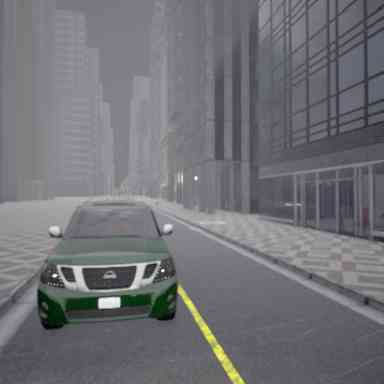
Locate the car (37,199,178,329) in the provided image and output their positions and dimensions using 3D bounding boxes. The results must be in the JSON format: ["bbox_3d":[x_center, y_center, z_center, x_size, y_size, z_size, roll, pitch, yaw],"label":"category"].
[{"bbox_3d":[-1.739,1.232,7.447,2.150,2.045,5.566,0,0,-12],"label":"car"}]

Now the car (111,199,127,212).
[{"bbox_3d":[-8.844,1.588,40.239,1.812,1.442,4.674,0,0,-12],"label":"car"}]
